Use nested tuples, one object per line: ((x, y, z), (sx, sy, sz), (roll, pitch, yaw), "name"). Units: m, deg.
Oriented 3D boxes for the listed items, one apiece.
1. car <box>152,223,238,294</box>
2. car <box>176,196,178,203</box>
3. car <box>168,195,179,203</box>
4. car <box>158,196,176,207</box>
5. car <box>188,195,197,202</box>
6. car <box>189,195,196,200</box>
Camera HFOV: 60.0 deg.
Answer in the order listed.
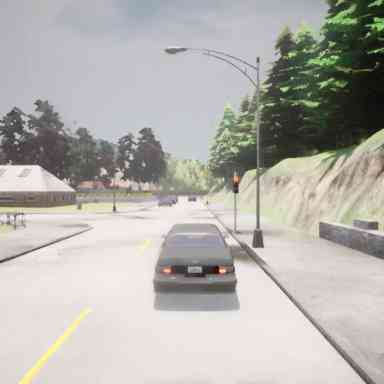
((0.071, 1.547, 8.931), (2.033, 1.411, 5.357), (0, 0, 0), "car")
((-3.980, 1.474, 61.056), (1.882, 1.535, 5.008), (0, 0, 1), "car")
((-3.900, 1.521, 71.148), (2.128, 1.511, 4.902), (0, 0, 0), "car")
((-4.024, 1.561, 51.053), (1.994, 1.385, 4.181), (0, 0, 0), "car")
((0.106, 1.511, 75.684), (2.128, 1.511, 4.902), (0, 0, 0), "car")
((0.120, 1.403, 86.044), (1.812, 1.442, 4.674), (0, 0, 0), "car")
